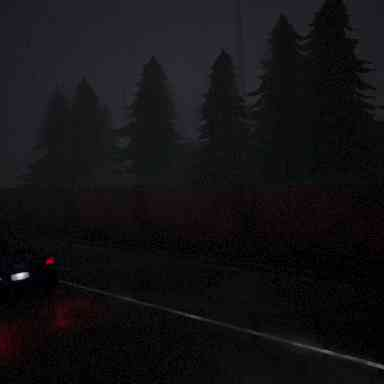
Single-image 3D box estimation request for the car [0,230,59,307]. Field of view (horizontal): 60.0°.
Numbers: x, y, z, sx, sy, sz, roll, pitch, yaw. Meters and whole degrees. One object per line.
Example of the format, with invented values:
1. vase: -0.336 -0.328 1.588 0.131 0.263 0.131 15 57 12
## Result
1. car: -4.884 1.564 7.470 4.181 1.385 1.994 0 0 36
